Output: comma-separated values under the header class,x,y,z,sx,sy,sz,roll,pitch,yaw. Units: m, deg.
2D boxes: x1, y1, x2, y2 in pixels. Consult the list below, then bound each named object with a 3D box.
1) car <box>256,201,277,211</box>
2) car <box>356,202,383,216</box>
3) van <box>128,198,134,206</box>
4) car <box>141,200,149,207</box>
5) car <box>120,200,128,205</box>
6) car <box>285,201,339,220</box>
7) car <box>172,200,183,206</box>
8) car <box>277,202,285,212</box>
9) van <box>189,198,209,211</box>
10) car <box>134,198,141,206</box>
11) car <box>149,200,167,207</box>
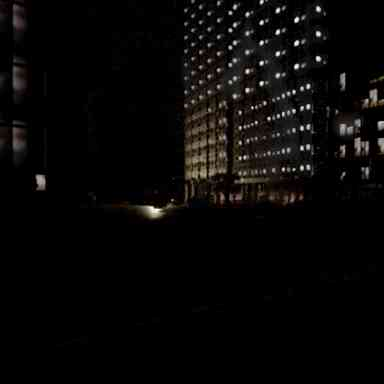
class,x,y,z,sx,sy,sz,roll,pitch,yaw
car,10.991,1.964,47.683,1.947,1.339,4.313,-1,0,-25
car,18.178,1.675,32.417,2.008,1.369,4.403,-1,0,-25
van,-13.365,2.410,79.735,1.690,1.788,3.998,-1,-1,-25
car,-8.498,2.396,69.403,1.752,1.417,4.829,-1,-1,-25
car,-18.152,2.812,89.910,1.887,1.381,4.507,-1,-1,-25
car,10.597,1.676,28.847,2.008,1.369,4.403,-1,0,-25
car,-3.383,2.552,78.215,1.802,1.307,4.206,-1,0,-25
car,13.387,1.872,42.595,1.947,1.339,4.313,-1,0,-25
van,1.009,1.833,49.204,1.690,1.788,3.998,-1,0,-25
car,-10.965,2.516,74.645,1.887,1.381,4.507,-1,-1,-25
car,-6.174,2.327,64.468,2.008,1.369,4.403,-1,-1,-25
